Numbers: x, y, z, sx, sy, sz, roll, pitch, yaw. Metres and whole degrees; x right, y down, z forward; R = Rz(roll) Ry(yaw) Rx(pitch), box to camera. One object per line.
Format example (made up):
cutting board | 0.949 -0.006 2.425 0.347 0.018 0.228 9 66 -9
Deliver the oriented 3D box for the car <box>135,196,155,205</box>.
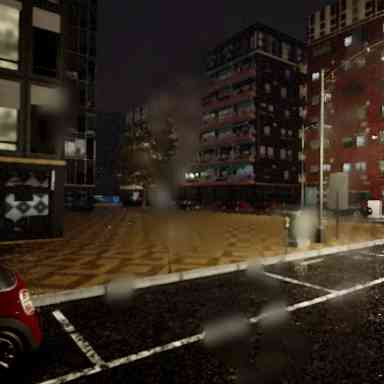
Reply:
car | -10.088 1.834 71.082 2.192 1.841 5.009 1 -1 -35

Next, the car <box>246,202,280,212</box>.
car | 9.550 1.917 43.296 1.802 1.307 4.206 1 -1 -35

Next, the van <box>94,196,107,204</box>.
van | -20.207 1.734 70.880 1.690 1.788 3.998 1 -1 -35

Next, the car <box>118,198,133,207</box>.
car | -10.388 1.844 56.986 1.887 1.381 4.507 1 -1 -35

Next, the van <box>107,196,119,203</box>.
van | -19.908 1.954 84.973 1.690 1.788 3.998 1 -1 -35

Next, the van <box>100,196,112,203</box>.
van | -23.182 1.986 89.603 1.690 1.788 3.998 1 -1 -35

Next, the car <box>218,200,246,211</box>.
car | 6.278 1.910 47.927 1.887 1.381 4.507 1 -1 -35

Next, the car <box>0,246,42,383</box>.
car | -4.013 1.435 3.681 4.097 1.590 1.967 0 1 -35

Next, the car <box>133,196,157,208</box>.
car | -7.115 1.814 52.355 1.887 1.381 4.507 1 -1 -35

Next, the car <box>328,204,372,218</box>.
car | 16.098 1.840 34.036 1.947 1.339 4.313 1 -1 -35

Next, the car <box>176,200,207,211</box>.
car | -0.568 1.759 43.095 2.008 1.369 4.403 1 -1 -35

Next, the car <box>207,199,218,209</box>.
car | 3.005 1.836 52.559 1.967 1.590 4.097 1 -1 -35
